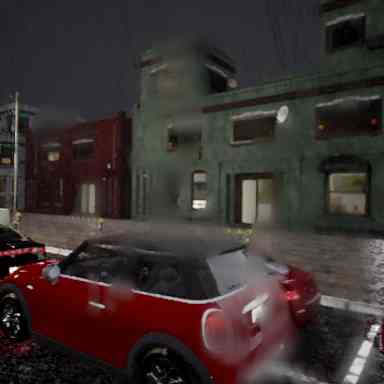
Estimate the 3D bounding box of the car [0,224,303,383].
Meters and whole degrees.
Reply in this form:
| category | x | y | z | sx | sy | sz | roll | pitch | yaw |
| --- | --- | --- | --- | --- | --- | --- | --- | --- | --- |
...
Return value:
| category | x | y | z | sx | sy | sz | roll | pitch | yaw |
| --- | --- | --- | --- | --- | --- | --- | --- | --- | --- |
| car | -0.974 | 1.394 | 5.020 | 4.553 | 1.767 | 2.097 | 0 | -1 | 36 |

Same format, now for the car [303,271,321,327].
| category | x | y | z | sx | sy | sz | roll | pitch | yaw |
| --- | --- | --- | --- | --- | --- | --- | --- | --- | --- |
| car | 0.238 | 1.642 | 6.422 | 4.206 | 1.307 | 1.802 | 0 | 0 | 37 |

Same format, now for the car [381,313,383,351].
| category | x | y | z | sx | sy | sz | roll | pitch | yaw |
| --- | --- | --- | --- | --- | --- | --- | --- | --- | --- |
| car | 4.697 | 1.367 | 3.121 | 5.009 | 1.841 | 2.192 | 0 | 0 | 37 |
